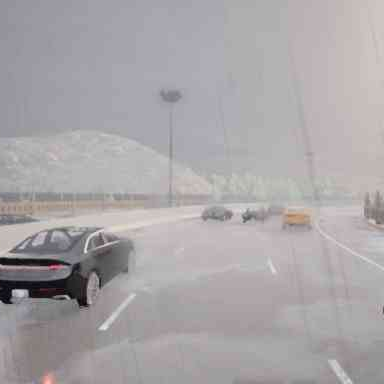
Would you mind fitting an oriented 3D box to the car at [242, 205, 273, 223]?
[{"bbox_3d":[5.819,2.028,29.852,1.895,1.301,4.718,0,-1,20],"label":"car"}]

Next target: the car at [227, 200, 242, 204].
[{"bbox_3d":[6.628,2.118,54.673,2.097,1.767,4.553,0,-1,34],"label":"car"}]

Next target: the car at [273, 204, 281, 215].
[{"bbox_3d":[10.353,2.144,39.994,1.994,1.385,4.181,0,-1,27],"label":"car"}]

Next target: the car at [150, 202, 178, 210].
[{"bbox_3d":[-4.114,2.221,50.608,2.033,1.411,5.357,0,-1,29],"label":"car"}]

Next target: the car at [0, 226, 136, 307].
[{"bbox_3d":[-2.783,1.596,8.244,2.128,1.511,4.902,0,-1,5],"label":"car"}]

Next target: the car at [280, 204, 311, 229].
[{"bbox_3d":[7.784,1.843,24.823,1.882,1.535,5.008,0,0,17],"label":"car"}]

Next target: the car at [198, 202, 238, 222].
[{"bbox_3d":[2.438,1.977,30.932,2.033,1.411,5.357,0,-1,20],"label":"car"}]

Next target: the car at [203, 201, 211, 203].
[{"bbox_3d":[2.601,2.281,54.922,1.812,1.442,4.674,0,-1,33],"label":"car"}]

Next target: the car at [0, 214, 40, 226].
[{"bbox_3d":[-8.954,1.749,15.844,1.994,1.385,4.181,0,-1,10],"label":"car"}]
